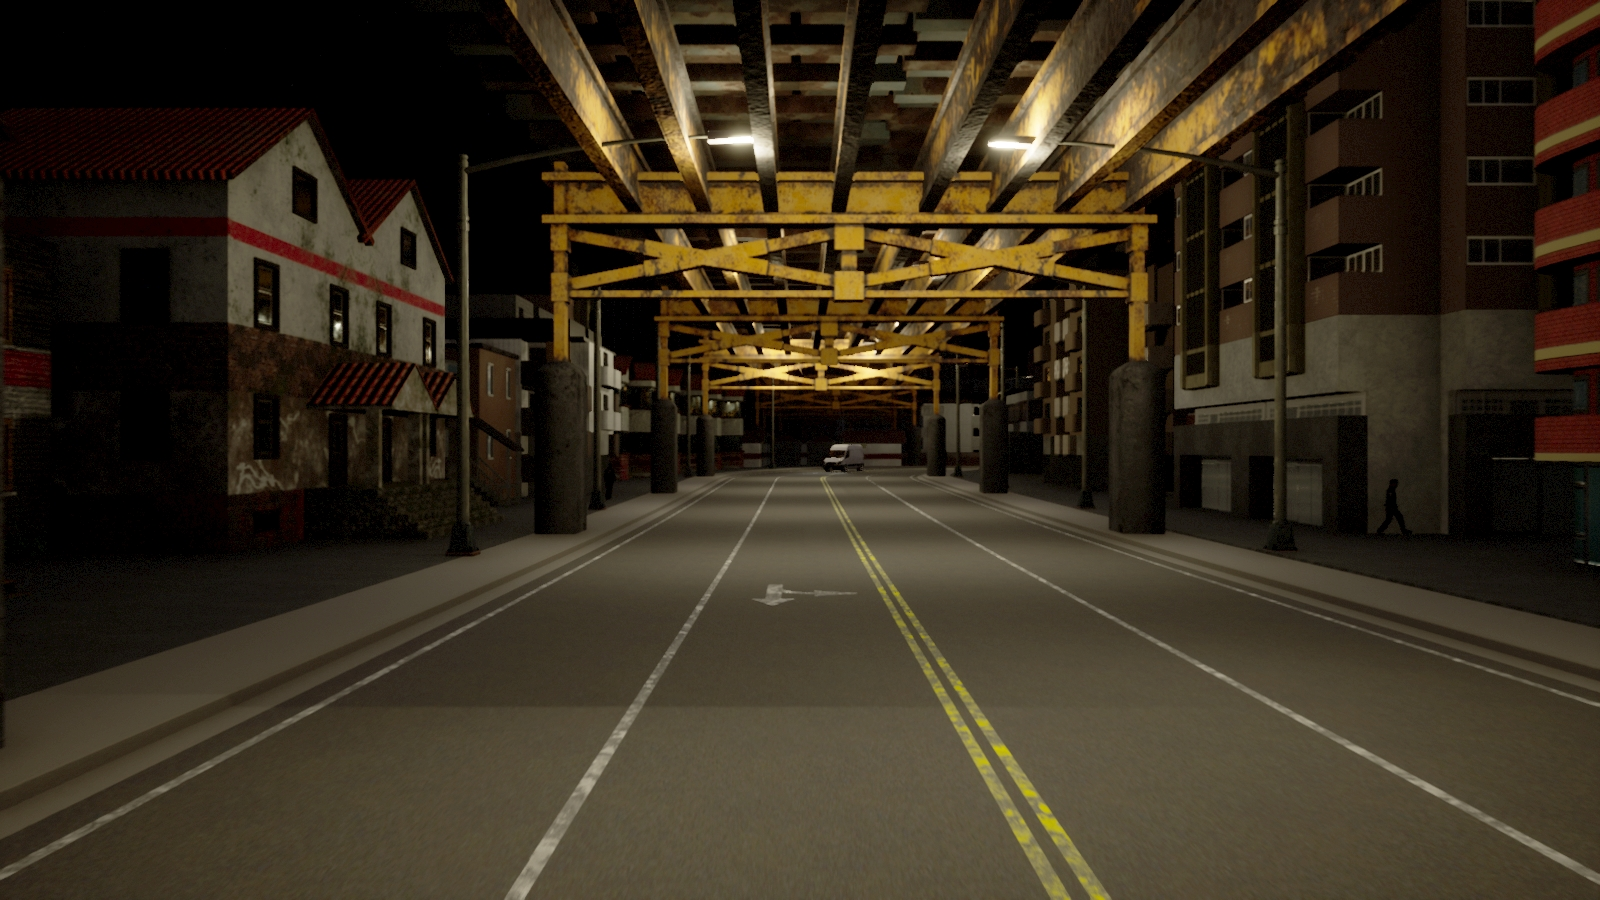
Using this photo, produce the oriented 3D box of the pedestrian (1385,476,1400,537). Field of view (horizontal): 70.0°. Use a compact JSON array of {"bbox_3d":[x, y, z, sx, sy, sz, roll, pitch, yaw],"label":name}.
[{"bbox_3d":[18.572,1.765,35.819,0.375,1.860,0.375,0,0,23],"label":"pedestrian"}]
